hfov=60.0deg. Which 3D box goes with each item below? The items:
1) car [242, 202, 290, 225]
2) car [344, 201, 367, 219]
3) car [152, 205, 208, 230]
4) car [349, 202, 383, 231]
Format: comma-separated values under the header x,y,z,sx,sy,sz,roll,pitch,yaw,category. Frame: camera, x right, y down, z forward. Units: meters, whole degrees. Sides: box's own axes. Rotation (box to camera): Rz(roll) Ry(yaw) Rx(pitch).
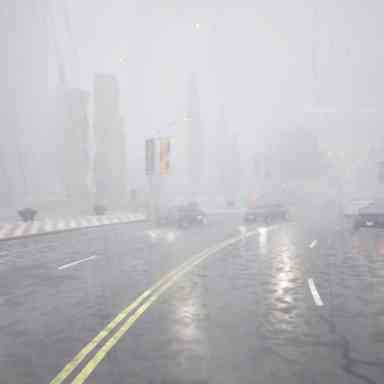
x,y,z,sx,sy,sz,roll,pitch,yaw,category
5.495,1.502,24.277,1.837,1.490,4.892,-1,0,40,car
14.745,1.523,28.343,4.674,1.442,1.812,0,0,-38,car
-0.667,1.561,21.338,1.994,1.385,4.181,0,0,32,car
10.939,1.523,19.708,1.812,1.442,4.674,0,0,37,car
